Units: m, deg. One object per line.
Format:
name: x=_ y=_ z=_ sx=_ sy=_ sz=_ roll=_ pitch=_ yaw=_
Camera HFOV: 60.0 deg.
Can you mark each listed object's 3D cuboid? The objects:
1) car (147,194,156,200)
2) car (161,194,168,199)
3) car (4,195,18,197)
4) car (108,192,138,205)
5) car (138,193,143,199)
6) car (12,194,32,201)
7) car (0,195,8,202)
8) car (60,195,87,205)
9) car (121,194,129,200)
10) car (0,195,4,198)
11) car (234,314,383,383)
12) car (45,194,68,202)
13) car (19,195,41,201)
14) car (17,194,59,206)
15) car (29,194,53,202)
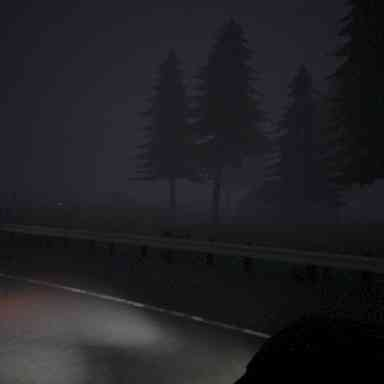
car: x=-10.885 y=1.243 z=89.110 sx=1.837 sy=1.490 sz=4.892 roll=0 pitch=0 yaw=-7
car: x=-7.284 y=1.283 z=87.730 sx=1.812 sy=1.442 sz=4.674 roll=0 pitch=0 yaw=-7
car: x=-31.246 y=1.233 z=61.157 sx=2.128 sy=1.511 sz=4.902 roll=0 pitch=0 yaw=19
car: x=-11.398 y=1.049 z=53.966 sx=2.150 sy=2.045 sz=5.566 roll=0 pitch=0 yaw=18
car: x=-14.483 y=1.083 z=90.192 sx=2.097 sy=1.767 sz=4.553 roll=0 pitch=0 yaw=-7
car: x=-38.867 y=1.230 z=75.951 sx=1.994 sy=1.385 sz=4.181 roll=0 pitch=0 yaw=9
car: x=-37.863 y=1.237 z=63.425 sx=1.812 sy=1.442 sz=4.674 roll=0 pitch=0 yaw=19
car: x=-18.888 y=1.367 z=53.637 sx=1.994 sy=1.385 sz=4.181 roll=0 pitch=0 yaw=19
car: x=-17.954 y=1.241 z=89.618 sx=1.812 sy=1.442 sz=4.674 roll=0 pitch=0 yaw=-7
car: x=-34.827 y=1.252 z=61.457 sx=1.812 sy=1.442 sz=4.674 roll=0 pitch=0 yaw=19
car: x=2.556 y=1.605 z=1.920 sx=4.718 sy=1.301 sz=1.895 roll=0 pitch=0 yaw=35
car: x=-28.877 y=1.264 z=71.183 sx=2.033 sy=1.411 sz=5.357 roll=0 pitch=0 yaw=9
car: x=-35.656 y=1.291 z=73.290 sx=1.895 sy=1.301 sz=4.718 roll=0 pitch=0 yaw=9
car: x=-23.476 y=1.340 z=51.026 sx=2.033 sy=1.411 sz=5.357 roll=0 pitch=0 yaw=19
car: x=-32.396 y=1.237 z=71.437 sx=2.128 sy=1.511 sz=4.902 roll=0 pitch=0 yaw=13
